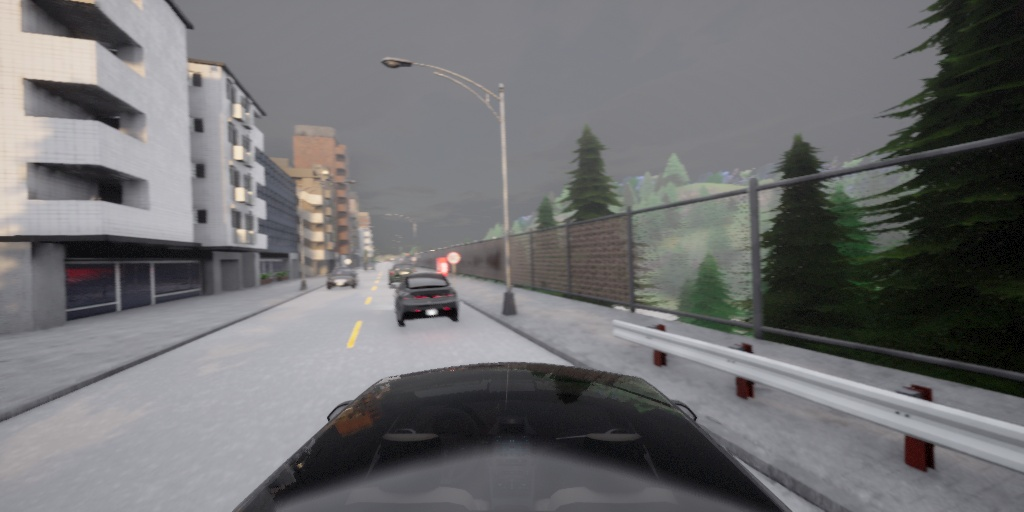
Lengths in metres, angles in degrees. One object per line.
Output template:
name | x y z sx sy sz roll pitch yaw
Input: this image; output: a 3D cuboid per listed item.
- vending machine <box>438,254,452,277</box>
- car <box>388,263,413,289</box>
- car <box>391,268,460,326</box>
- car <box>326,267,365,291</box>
vending machine | -6.950 1.139 36.365 1.100 2.100 0.880 0 0 -19
car | -8.895 1.377 29.084 2.097 1.767 4.553 -2 0 -19
car | -3.047 1.346 12.321 1.837 1.490 4.892 -2 0 -19
car | -12.481 1.651 26.643 2.128 1.511 4.902 -2 0 -19
